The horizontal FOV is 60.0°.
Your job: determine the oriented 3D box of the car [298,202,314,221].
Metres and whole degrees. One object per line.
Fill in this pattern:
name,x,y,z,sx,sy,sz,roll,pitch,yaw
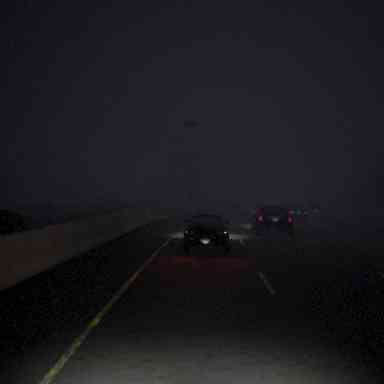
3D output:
car,9.741,1.868,31.288,2.033,1.411,5.357,0,0,11

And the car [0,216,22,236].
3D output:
car,-9.917,1.531,15.707,1.837,1.490,4.892,0,-1,5

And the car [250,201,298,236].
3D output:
car,4.726,1.545,20.147,2.097,1.767,4.553,1,0,6

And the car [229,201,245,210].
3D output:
car,6.793,1.996,50.151,1.994,1.385,4.181,0,0,15

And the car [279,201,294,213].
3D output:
car,12.790,1.978,45.388,1.812,1.442,4.674,0,0,14

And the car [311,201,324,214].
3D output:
car,15.766,1.969,42.981,1.837,1.490,4.892,0,0,13

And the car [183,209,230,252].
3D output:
car,0.665,1.638,14.404,1.812,1.442,4.674,0,0,4

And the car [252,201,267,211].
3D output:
car,9.936,2.049,48.429,1.895,1.301,4.718,0,0,15
